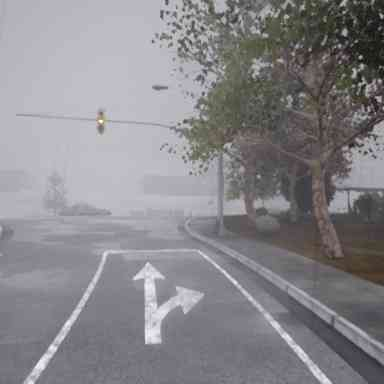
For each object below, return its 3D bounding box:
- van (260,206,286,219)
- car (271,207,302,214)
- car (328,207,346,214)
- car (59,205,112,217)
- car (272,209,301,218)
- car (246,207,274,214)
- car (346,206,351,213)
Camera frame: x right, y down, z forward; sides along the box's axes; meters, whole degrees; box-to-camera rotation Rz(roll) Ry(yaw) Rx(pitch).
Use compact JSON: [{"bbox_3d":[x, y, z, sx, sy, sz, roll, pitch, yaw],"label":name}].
[{"bbox_3d":[14.738,3.778,60.854,1.878,1.987,4.442,4,-8,-35],"label":"van"},{"bbox_3d":[16.246,3.617,56.207,4.181,1.385,1.994,1,-6,-16],"label":"car"},{"bbox_3d":[26.158,4.167,64.151,2.097,1.535,5.008,4,-8,-35],"label":"car"},{"bbox_3d":[-11.470,2.101,36.066,5.357,1.411,2.033,2,-5,-16],"label":"car"},{"bbox_3d":[17.524,4.083,61.747,2.163,1.488,4.792,3,-7,-36],"label":"car"},{"bbox_3d":[11.911,3.956,59.970,1.946,1.575,5.366,4,-8,-36],"label":"car"},{"bbox_3d":[29.002,3.961,64.998,2.435,2.045,5.566,3,-8,-36],"label":"car"}]
